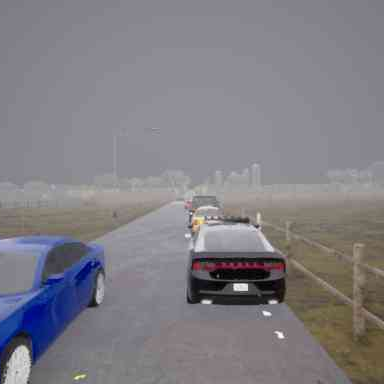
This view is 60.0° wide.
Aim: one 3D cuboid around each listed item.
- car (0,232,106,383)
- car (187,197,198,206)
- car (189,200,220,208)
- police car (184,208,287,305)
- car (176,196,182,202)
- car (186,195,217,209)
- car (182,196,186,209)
[{"bbox_3d":[-2.741,1.478,5.083,1.882,1.535,5.008,0,0,0],"label":"car"},{"bbox_3d":[0.112,1.556,58.420,1.812,1.442,4.674,0,0,0],"label":"car"},{"bbox_3d":[0.860,1.461,18.361,1.801,1.575,5.366,0,0,0],"label":"car"},{"bbox_3d":[0.841,1.427,8.280,1.930,1.638,5.238,0,0,0],"label":"police car"},{"bbox_3d":[-2.606,1.609,75.961,1.895,1.301,4.718,0,0,0],"label":"car"},{"bbox_3d":[0.872,1.233,24.201,2.150,2.045,5.566,0,0,0],"label":"car"},{"bbox_3d":[0.108,1.378,45.415,2.097,1.767,4.553,0,0,1],"label":"car"}]
